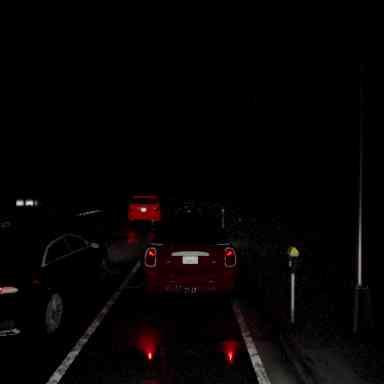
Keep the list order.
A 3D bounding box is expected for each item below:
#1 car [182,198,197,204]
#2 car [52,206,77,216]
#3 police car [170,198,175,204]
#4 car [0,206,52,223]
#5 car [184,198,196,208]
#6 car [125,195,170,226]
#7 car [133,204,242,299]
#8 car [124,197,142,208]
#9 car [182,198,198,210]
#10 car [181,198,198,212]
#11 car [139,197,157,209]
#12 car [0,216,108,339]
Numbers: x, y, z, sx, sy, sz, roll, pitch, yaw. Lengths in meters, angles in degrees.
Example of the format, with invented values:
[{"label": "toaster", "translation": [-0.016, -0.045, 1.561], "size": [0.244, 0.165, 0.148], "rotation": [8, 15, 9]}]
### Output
[{"label": "car", "translation": [-0.280, 1.537, 32.939], "size": [2.008, 1.369, 4.403], "rotation": [-1, 0, 0]}, {"label": "car", "translation": [-8.821, 1.575, 21.767], "size": [1.802, 1.307, 4.206], "rotation": [-1, 0, 0]}, {"label": "police car", "translation": [-3.145, 1.406, 39.836], "size": [1.930, 1.638, 5.238], "rotation": [0, 0, 0]}, {"label": "car", "translation": [-8.823, 1.435, 16.181], "size": [1.967, 1.590, 4.097], "rotation": [-1, 0, 0]}, {"label": "car", "translation": [-0.275, 1.554, 49.696], "size": [1.802, 1.307, 4.206], "rotation": [-1, 0, 0]}, {"label": "car", "translation": [-3.043, 1.215, 23.561], "size": [2.150, 2.045, 5.566], "rotation": [0, 0, 0]}, {"label": "car", "translation": [-0.033, 1.350, 8.622], "size": [2.097, 1.767, 4.553], "rotation": [0, 0, 0]}, {"label": "car", "translation": [-8.821, 1.516, 49.695], "size": [1.887, 1.381, 4.507], "rotation": [-1, 0, 0]}, {"label": "car", "translation": [-0.277, 1.543, 44.111], "size": [1.947, 1.339, 4.313], "rotation": [-1, 0, 0]}, {"label": "car", "translation": [-0.279, 1.507, 38.694], "size": [1.752, 1.417, 4.829], "rotation": [-1, 0, 0]}, {"label": "car", "translation": [-6.148, 1.487, 47.144], "size": [1.837, 1.490, 4.892], "rotation": [0, 0, 0]}, {"label": "car", "translation": [-3.044, 1.490, 6.561], "size": [2.128, 1.511, 4.902], "rotation": [0, 0, 0]}]
